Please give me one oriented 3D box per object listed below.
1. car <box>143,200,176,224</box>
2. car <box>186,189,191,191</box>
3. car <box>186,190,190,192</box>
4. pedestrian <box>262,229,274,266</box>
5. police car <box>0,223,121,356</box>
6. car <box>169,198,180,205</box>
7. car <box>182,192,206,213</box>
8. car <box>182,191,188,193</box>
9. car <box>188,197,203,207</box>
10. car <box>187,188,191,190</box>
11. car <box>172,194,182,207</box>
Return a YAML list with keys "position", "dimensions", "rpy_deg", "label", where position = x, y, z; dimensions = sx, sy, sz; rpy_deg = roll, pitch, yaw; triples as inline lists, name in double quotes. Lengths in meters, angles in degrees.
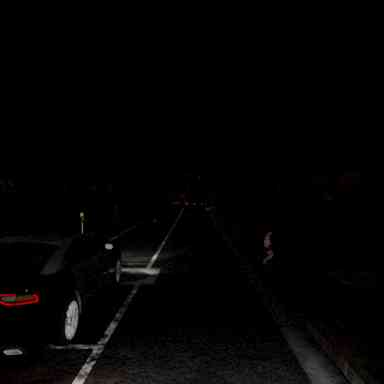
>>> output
- position: [-2.430, 1.533, 24.183]
  dimensions: [1.947, 1.339, 4.313]
  rpy_deg: [0, 0, 1]
  label: "car"
- position: [-1.879, 0.599, 85.085]
  dimensions: [1.887, 1.381, 4.507]
  rpy_deg: [1, 1, 0]
  label: "car"
- position: [-1.979, 0.851, 74.016]
  dimensions: [2.008, 1.369, 4.403]
  rpy_deg: [1, 1, 0]
  label: "car"
- position: [2.101, 1.514, 9.423]
  dimensions: [0.500, 1.100, 0.500]
  rpy_deg: [1, 1, 0]
  label: "pedestrian"
- position: [-2.693, 1.421, 6.462]
  dimensions: [1.930, 1.638, 5.238]
  rpy_deg: [0, 0, 1]
  label: "police car"
- position: [-2.379, 1.503, 29.724]
  dimensions: [1.947, 1.339, 4.313]
  rpy_deg: [0, 0, 1]
  label: "car"
- position: [0.379, 1.236, 36.002]
  dimensions: [2.097, 1.767, 4.553]
  rpy_deg: [0, 1, 4]
  label: "car"
- position: [-2.129, 1.028, 57.404]
  dimensions: [1.967, 1.590, 4.097]
  rpy_deg: [0, 1, 1]
  label: "car"
- position: [0.484, 1.351, 46.288]
  dimensions: [1.895, 1.301, 4.718]
  rpy_deg: [0, 1, 1]
  label: "car"
- position: [-1.829, 0.461, 90.619]
  dimensions: [1.887, 1.381, 4.507]
  rpy_deg: [1, 1, 0]
  label: "car"
- position: [-2.228, 1.332, 46.342]
  dimensions: [1.802, 1.307, 4.206]
  rpy_deg: [0, 1, 1]
  label: "car"
